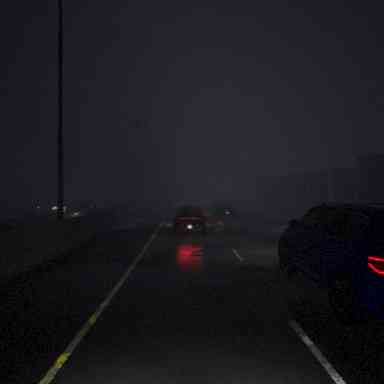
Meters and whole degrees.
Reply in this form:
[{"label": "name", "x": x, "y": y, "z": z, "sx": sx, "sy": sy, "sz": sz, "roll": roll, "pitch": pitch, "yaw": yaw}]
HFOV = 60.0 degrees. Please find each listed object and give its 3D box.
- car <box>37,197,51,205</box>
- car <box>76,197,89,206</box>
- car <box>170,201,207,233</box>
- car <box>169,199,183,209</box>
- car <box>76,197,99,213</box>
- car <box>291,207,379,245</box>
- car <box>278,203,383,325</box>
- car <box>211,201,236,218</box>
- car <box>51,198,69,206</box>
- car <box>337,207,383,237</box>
[{"label": "car", "x": -27.130, "y": 1.681, "z": 61.258, "sx": 2.033, "sy": 1.411, "sz": 5.357, "roll": 0, "pitch": 0, "yaw": -14}, {"label": "car", "x": -19.169, "y": 1.663, "z": 58.401, "sx": 1.812, "sy": 1.442, "sz": 4.674, "roll": 0, "pitch": 0, "yaw": -13}, {"label": "car", "x": -0.191, "y": 1.544, "z": 19.766, "sx": 1.837, "sy": 1.490, "sz": 4.892, "roll": 0, "pitch": 0, "yaw": -2}, {"label": "car", "x": -1.938, "y": 1.609, "z": 42.937, "sx": 1.812, "sy": 1.442, "sz": 4.674, "roll": 0, "pitch": 0, "yaw": -8}, {"label": "car", "x": -12.241, "y": 1.613, "z": 39.227, "sx": 1.812, "sy": 1.442, "sz": 4.674, "roll": 0, "pitch": 0, "yaw": -6}, {"label": "car", "x": 6.910, "y": 1.572, "z": 16.878, "sx": 2.033, "sy": 1.411, "sz": 5.357, "roll": 0, "pitch": 0, "yaw": -2}, {"label": "car", "x": 3.571, "y": 1.233, "z": 7.246, "sx": 2.150, "sy": 2.045, "sz": 5.566, "roll": 0, "pitch": 0, "yaw": -1}, {"label": "car", "x": 2.831, "y": 1.580, "z": 30.463, "sx": 1.812, "sy": 1.442, "sz": 4.674, "roll": 0, "pitch": 0, "yaw": -4}, {"label": "car", "x": -22.521, "y": 1.742, "z": 57.434, "sx": 1.895, "sy": 1.301, "sz": 4.718, "roll": 0, "pitch": 0, "yaw": -13}, {"label": "car", "x": 10.341, "y": 1.626, "z": 19.004, "sx": 1.895, "sy": 1.301, "sz": 4.718, "roll": 0, "pitch": 0, "yaw": -2}]
